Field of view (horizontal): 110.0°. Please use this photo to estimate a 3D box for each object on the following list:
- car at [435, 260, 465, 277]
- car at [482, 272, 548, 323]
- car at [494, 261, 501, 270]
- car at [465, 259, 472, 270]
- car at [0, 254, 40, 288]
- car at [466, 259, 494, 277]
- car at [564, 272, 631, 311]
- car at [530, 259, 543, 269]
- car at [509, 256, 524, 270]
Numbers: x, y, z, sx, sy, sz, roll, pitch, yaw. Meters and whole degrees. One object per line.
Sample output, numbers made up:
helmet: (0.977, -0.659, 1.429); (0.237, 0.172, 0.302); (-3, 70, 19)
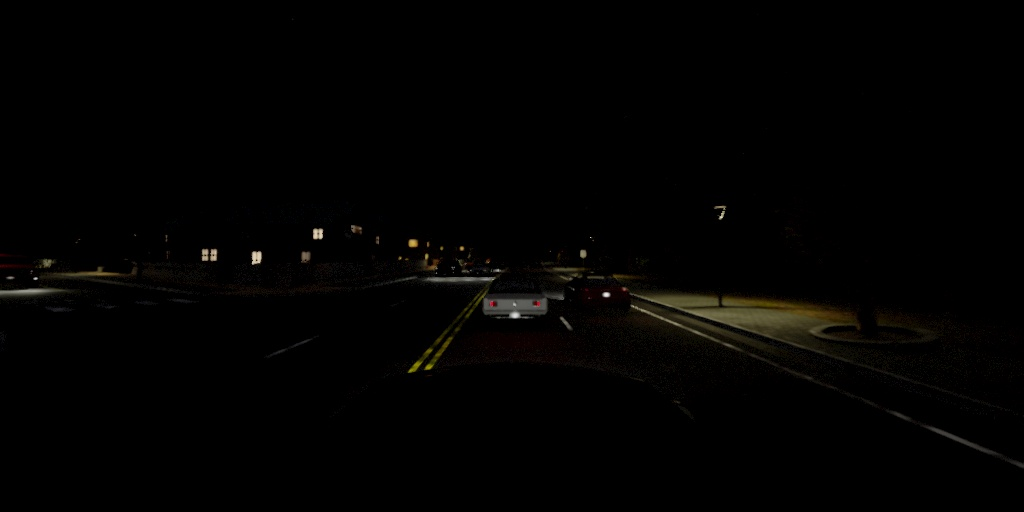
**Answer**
car: (-6.469, 1.192, 36.854); (2.097, 1.767, 4.553); (0, 0, 1)
car: (0.091, 1.379, 12.280); (1.895, 1.301, 4.718); (0, 0, 0)
car: (-2.687, 1.424, 55.922); (2.033, 1.411, 5.357); (0, 0, 3)
car: (-5.979, 1.229, 54.944); (2.097, 1.767, 4.553); (0, 0, 2)
car: (-31.485, 0.905, 22.259); (5.566, 2.045, 2.150); (0, -1, 31)
car: (-3.226, 1.363, 36.571); (1.812, 1.442, 4.674); (0, 0, 1)
car: (3.342, 1.348, 14.694); (1.994, 1.385, 4.181); (0, 0, 0)
car: (4.032, 1.228, 58.768); (2.097, 1.767, 4.553); (0, 0, 3)
car: (0.703, 1.097, 57.323); (2.150, 2.045, 5.566); (0, 0, 3)
